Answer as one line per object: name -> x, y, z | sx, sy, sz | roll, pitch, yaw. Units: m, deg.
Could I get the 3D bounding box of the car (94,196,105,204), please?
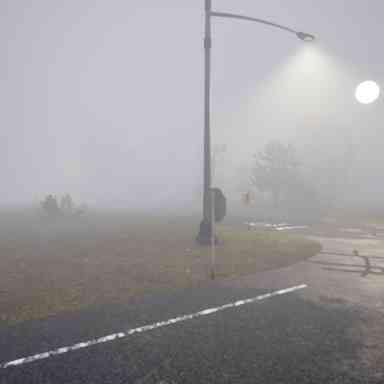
car -> -16.494, 1.402, 60.857 | 1.812, 1.442, 4.674 | 0, 0, -34

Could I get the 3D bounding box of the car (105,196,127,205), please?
car -> -12.215, 1.416, 54.567 | 1.812, 1.442, 4.674 | 0, 0, -33
